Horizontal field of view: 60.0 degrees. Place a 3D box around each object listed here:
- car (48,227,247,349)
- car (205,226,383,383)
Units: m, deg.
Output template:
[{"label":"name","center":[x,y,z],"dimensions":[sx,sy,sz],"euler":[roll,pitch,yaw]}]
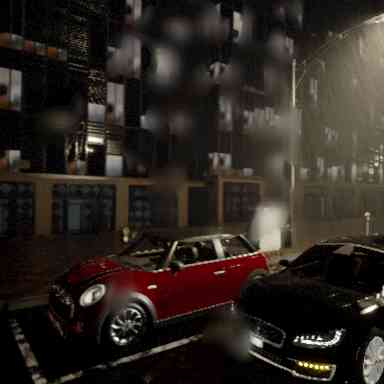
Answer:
[{"label":"car","center":[-0.461,1.452,6.223],"dimensions":[4.097,1.590,1.967],"euler":[0,1,-36]},{"label":"car","center":[2.737,1.526,5.341],"dimensions":[4.892,1.490,1.837],"euler":[0,0,-36]}]
